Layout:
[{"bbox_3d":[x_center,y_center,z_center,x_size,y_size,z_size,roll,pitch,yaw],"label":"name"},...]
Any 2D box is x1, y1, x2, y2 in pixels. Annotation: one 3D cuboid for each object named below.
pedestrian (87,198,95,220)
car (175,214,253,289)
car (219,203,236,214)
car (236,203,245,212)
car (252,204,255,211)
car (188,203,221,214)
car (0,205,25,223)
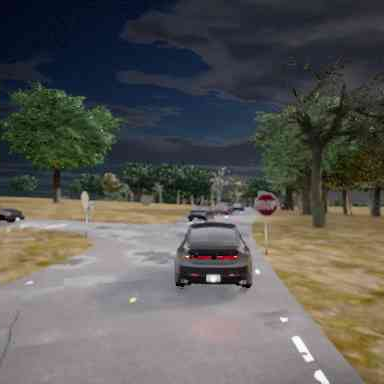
[{"bbox_3d":[-8.303,1.368,27.033,0.375,1.860,0.375,0,-5,6],"label":"pedestrian"},{"bbox_3d":[0.599,1.614,9.501,1.837,1.490,4.892,0,-1,3],"label":"car"},{"bbox_3d":[3.994,2.197,43.814,2.097,1.767,4.553,-1,-2,16],"label":"car"},{"bbox_3d":[8.032,2.709,58.057,1.882,1.535,5.008,0,-2,15],"label":"car"},{"bbox_3d":[12.324,2.822,62.042,1.882,1.535,5.008,0,-2,14],"label":"car"},{"bbox_3d":[1.065,2.109,33.070,2.033,1.411,5.357,0,-1,16],"label":"car"},{"bbox_3d":[-13.545,1.215,21.212,5.357,1.411,2.033,2,-2,7],"label":"car"}]
